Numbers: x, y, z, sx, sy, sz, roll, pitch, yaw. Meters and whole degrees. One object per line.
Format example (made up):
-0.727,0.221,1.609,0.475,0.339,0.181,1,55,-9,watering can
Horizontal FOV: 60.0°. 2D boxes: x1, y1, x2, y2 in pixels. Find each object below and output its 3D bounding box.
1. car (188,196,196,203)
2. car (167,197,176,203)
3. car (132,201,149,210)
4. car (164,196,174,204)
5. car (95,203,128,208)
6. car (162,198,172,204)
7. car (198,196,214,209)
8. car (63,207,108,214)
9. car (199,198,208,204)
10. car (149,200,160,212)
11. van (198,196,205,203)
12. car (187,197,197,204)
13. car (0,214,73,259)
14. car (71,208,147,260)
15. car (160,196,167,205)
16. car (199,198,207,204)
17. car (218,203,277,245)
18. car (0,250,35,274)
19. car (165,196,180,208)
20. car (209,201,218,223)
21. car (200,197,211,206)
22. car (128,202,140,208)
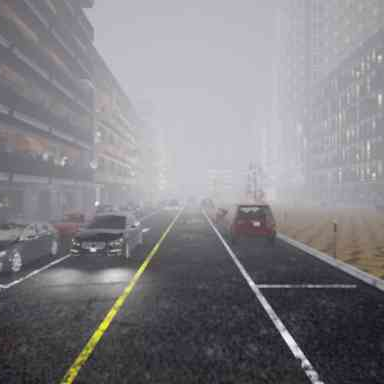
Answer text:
-0.027,1.961,88.043,1.882,1.535,5.008,0,0,0,car
-5.726,2.225,93.505,2.008,1.369,4.403,0,0,0,car
-5.707,1.654,32.714,1.967,1.590,4.097,0,0,0,car
-5.724,1.899,82.453,2.192,1.841,5.009,0,0,0,car
-5.703,1.580,21.661,1.967,1.590,4.097,0,0,0,car
-5.721,2.064,76.756,1.752,1.417,4.829,0,0,0,car
2.370,1.707,52.263,2.097,1.767,4.553,0,0,0,car
-5.700,1.648,16.132,1.887,1.381,4.507,0,0,0,car
2.659,2.123,76.927,1.802,1.307,4.206,0,0,0,car
-5.709,1.814,43.596,1.752,1.417,4.829,0,0,0,car
2.653,2.015,93.508,1.690,1.788,3.998,0,0,0,van
-0.023,1.868,71.870,1.994,1.385,4.181,0,0,0,car
-5.698,1.618,10.607,2.008,1.369,4.403,0,0,0,car
-3.085,1.587,12.820,1.837,1.490,4.892,0,-1,0,car
-5.717,1.999,65.872,1.887,1.381,4.507,0,0,0,car
2.657,2.167,82.453,1.802,1.307,4.206,0,0,0,car
2.679,1.418,16.137,2.192,1.841,5.009,0,0,0,car
-3.099,1.504,1.788,2.128,1.511,4.902,0,0,0,car
-3.073,1.888,56.602,1.837,1.490,4.892,0,0,0,car
2.676,1.721,27.189,1.887,1.381,4.507,0,0,0,car
2.662,1.895,65.875,1.967,1.590,4.097,0,0,0,car
-5.704,1.758,27.187,1.802,1.307,4.206,0,0,0,car
